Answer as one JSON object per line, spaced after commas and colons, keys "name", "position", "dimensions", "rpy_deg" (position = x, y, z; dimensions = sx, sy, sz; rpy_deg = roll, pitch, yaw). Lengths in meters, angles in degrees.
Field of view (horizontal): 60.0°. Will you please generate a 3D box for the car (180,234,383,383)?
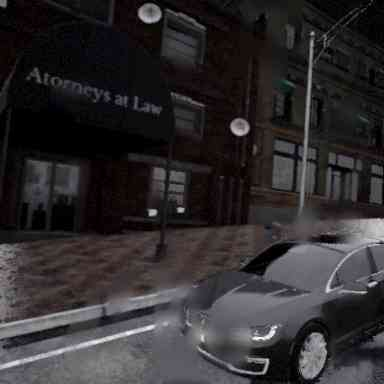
{"name": "car", "position": [2.092, 1.513, 5.445], "dimensions": [4.892, 1.490, 1.837], "rpy_deg": [0, 0, -35]}
